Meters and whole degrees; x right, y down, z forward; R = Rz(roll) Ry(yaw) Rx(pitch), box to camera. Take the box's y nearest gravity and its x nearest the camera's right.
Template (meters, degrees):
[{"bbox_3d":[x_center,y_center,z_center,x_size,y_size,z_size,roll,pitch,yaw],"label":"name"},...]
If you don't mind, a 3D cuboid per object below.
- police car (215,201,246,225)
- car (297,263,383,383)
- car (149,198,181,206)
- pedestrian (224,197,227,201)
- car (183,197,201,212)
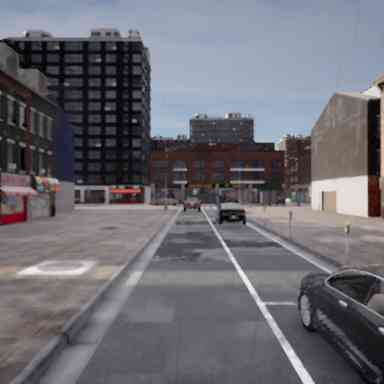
[{"bbox_3d":[2.754,1.452,24.483,1.930,1.638,5.238,0,0,0],"label":"police car"},{"bbox_3d":[2.644,1.553,4.060,2.008,1.369,4.403,0,0,0],"label":"car"},{"bbox_3d":[-4.487,1.642,55.341,5.357,1.411,2.033,0,-1,14],"label":"car"},{"bbox_3d":[2.754,1.325,27.499,0.375,1.860,0.375,0,-1,0],"label":"pedestrian"},{"bbox_3d":[0.033,1.408,40.617,2.097,1.767,4.553,0,0,1],"label":"car"}]
